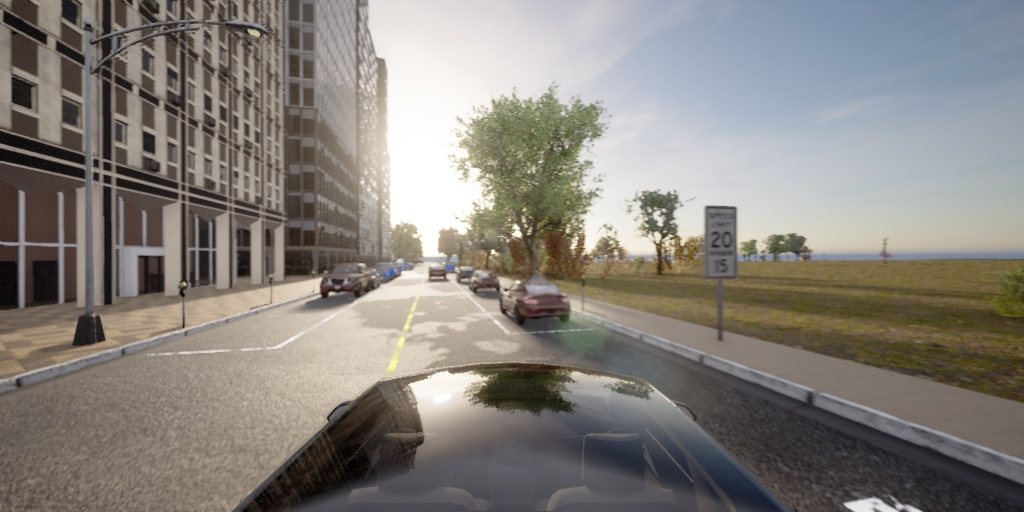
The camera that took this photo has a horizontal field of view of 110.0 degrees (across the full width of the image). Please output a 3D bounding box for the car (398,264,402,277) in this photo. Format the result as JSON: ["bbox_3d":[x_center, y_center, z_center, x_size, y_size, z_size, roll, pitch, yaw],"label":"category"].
[{"bbox_3d":[-14.445,1.910,42.766,1.802,1.307,4.207,0,0,-13],"label":"car"}]

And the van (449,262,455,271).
[{"bbox_3d":[-10.463,1.851,60.850,1.690,1.789,3.998,0,0,-13],"label":"van"}]

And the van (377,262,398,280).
[{"bbox_3d":[-13.219,1.598,37.356,1.690,1.789,3.998,0,0,-13],"label":"van"}]

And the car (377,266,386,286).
[{"bbox_3d":[-10.814,1.679,26.526,1.948,1.339,4.313,0,0,-13],"label":"car"}]

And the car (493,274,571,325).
[{"bbox_3d":[0.685,1.448,12.244,1.802,1.307,4.207,0,0,-13],"label":"car"}]

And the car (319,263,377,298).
[{"bbox_3d":[-9.634,1.357,21.106,2.192,1.841,5.009,0,0,-13],"label":"car"}]

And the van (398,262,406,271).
[{"bbox_3d":[-15.671,1.741,48.176,1.690,1.789,3.998,0,0,-13],"label":"van"}]

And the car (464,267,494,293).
[{"bbox_3d":[-1.800,1.591,23.045,1.802,1.307,4.207,0,0,-13],"label":"car"}]

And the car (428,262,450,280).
[{"bbox_3d":[-8.069,1.716,38.934,1.882,1.535,5.008,0,-1,-12],"label":"car"}]

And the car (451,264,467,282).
[{"bbox_3d":[-4.339,1.703,33.832,2.007,1.370,4.403,0,0,-13],"label":"car"}]
